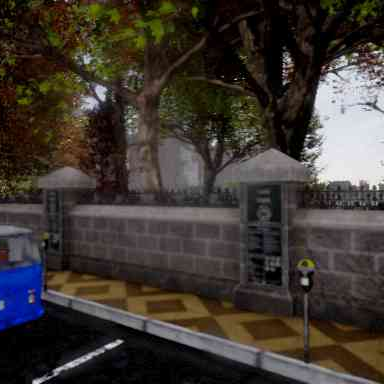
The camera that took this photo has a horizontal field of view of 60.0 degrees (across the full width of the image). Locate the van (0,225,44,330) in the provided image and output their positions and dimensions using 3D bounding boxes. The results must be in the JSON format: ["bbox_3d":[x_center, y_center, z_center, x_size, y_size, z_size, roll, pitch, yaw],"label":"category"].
[{"bbox_3d":[-4.301,1.409,5.774,3.998,1.788,1.690,-1,0,35],"label":"van"}]
